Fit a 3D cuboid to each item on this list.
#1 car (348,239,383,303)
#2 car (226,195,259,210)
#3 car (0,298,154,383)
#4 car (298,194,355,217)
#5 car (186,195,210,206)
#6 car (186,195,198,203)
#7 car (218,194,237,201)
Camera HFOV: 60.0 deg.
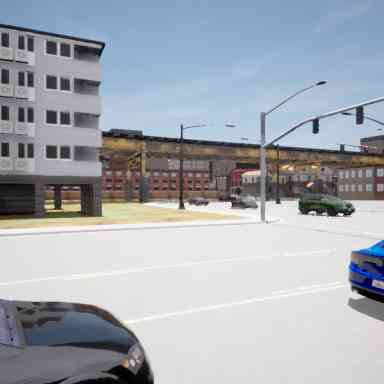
[{"bbox_3d":[5.550,1.478,6.903,5.008,1.535,1.882,0,0,-25],"label":"car"},{"bbox_3d":[6.783,1.526,43.254,1.812,1.442,4.674,0,0,-25],"label":"car"},{"bbox_3d":[-2.428,1.564,2.750,4.181,1.385,1.994,0,0,-32],"label":"car"},{"bbox_3d":[12.491,1.222,31.341,2.150,2.045,5.566,0,0,-26],"label":"car"},{"bbox_3d":[1.068,1.548,55.365,2.033,1.411,5.357,0,0,-21],"label":"car"},{"bbox_3d":[0.041,1.403,69.558,1.882,1.535,5.008,0,0,10],"label":"car"},{"bbox_3d":[8.259,1.540,78.709,2.033,1.411,5.357,0,0,40],"label":"car"}]
